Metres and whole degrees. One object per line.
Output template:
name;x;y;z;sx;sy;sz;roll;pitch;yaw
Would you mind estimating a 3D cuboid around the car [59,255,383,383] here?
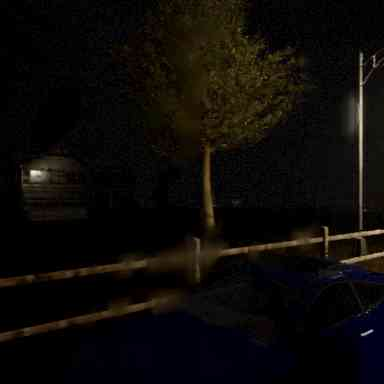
car;0.961;1.535;3.756;4.674;1.442;1.812;0;0;-35
